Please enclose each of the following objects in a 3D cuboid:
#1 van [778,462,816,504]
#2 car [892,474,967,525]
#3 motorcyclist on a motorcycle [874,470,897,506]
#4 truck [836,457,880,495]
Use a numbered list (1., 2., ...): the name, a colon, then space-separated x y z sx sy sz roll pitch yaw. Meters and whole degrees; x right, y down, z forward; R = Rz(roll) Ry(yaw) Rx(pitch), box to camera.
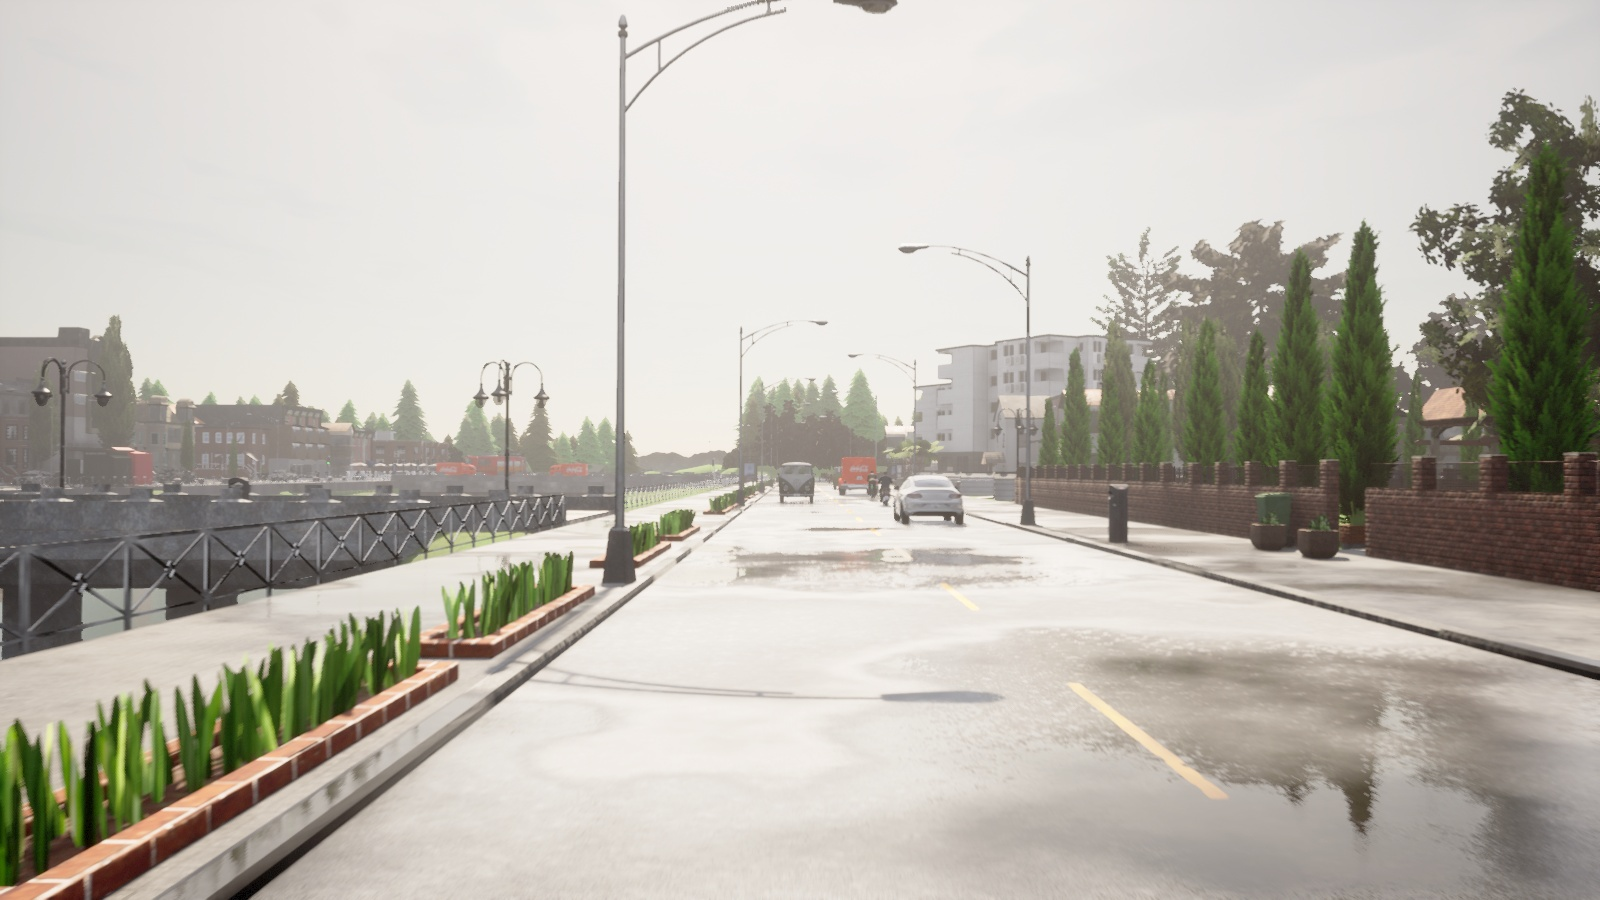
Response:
1. van: -0.147 1.607 62.071 1.775 1.987 4.442 0 -1 0
2. car: 3.910 1.471 38.596 1.812 1.442 4.674 0 -1 0
3. motorcyclist on a motorcycle: 3.866 1.706 56.932 0.866 1.590 1.817 0 -1 0
4. truck: 3.803 1.703 83.031 2.627 2.467 5.204 0 -1 0
